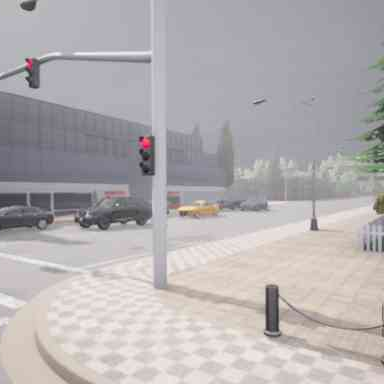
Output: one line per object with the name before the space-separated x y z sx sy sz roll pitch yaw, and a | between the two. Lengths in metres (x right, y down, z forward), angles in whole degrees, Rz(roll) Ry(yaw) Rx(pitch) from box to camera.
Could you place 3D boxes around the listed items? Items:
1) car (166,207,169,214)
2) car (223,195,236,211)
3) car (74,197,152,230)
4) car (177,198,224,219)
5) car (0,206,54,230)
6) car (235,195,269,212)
car | -4.291 1.699 30.033 2.033 1.411 5.357 -1 0 36
car | 5.248 1.373 43.296 2.150 2.045 5.566 -1 0 36
car | -5.227 1.348 22.725 2.150 2.045 5.566 -1 0 36
car | 0.653 1.604 30.915 1.882 1.535 5.008 -1 0 36
car | -11.073 1.657 20.615 1.837 1.490 4.892 -1 0 37
car | 7.609 1.477 40.583 2.097 1.767 4.553 -1 0 36
